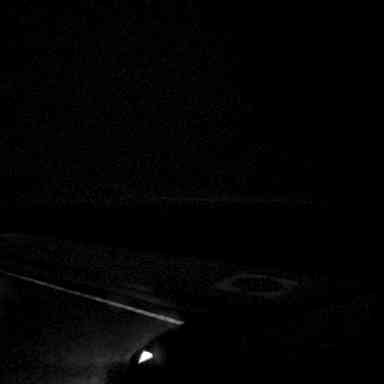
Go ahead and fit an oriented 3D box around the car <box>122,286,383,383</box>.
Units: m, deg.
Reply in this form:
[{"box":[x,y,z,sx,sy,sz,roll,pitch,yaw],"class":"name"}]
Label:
[{"box":[1.599,1.504,2.421,4.792,1.488,2.163,0,0,35],"class":"car"}]
